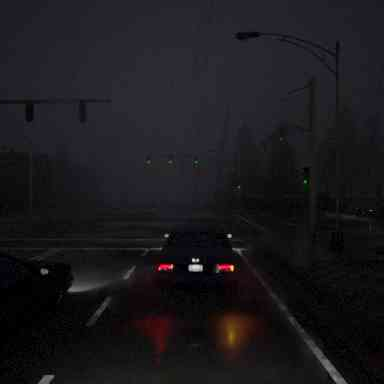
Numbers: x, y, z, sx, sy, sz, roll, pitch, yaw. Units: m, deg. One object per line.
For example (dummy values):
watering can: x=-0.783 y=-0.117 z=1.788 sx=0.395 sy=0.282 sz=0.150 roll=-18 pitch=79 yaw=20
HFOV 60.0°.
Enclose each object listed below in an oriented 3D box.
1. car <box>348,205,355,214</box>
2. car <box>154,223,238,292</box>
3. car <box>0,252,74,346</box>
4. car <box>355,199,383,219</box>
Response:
car: x=17.661 y=1.501 z=32.021 sx=4.892 sy=1.490 sz=1.837 roll=0 pitch=0 yaw=0
car: x=0.155 y=1.547 z=9.074 sx=2.033 sy=1.411 sz=5.357 roll=0 pitch=0 yaw=2
car: x=-3.426 y=1.547 z=4.575 sx=2.033 sy=1.411 sz=5.357 roll=0 pitch=0 yaw=1
car: x=17.010 y=1.523 z=28.503 sx=4.674 sy=1.442 sz=1.812 roll=0 pitch=0 yaw=0
